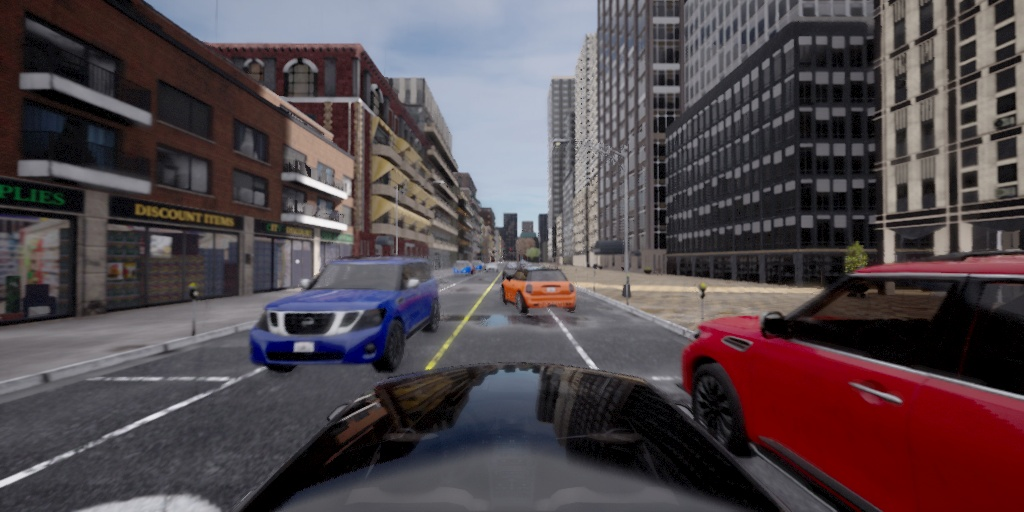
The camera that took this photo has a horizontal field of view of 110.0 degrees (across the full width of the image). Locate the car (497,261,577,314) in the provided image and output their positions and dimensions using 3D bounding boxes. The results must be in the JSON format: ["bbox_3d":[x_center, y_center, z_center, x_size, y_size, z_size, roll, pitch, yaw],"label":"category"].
[{"bbox_3d":[0.922,1.222,14.657,2.097,1.767,4.553,0,-1,-12],"label":"car"}]

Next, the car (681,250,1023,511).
[{"bbox_3d":[3.109,0.980,1.947,2.150,2.045,5.566,0,-1,0],"label":"car"}]

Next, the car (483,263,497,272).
[{"bbox_3d":[-3.123,1.815,56.572,1.812,1.442,4.674,0,-1,0],"label":"car"}]

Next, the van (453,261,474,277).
[{"bbox_3d":[-5.773,1.479,41.685,1.690,1.789,3.998,0,0,0],"label":"van"}]

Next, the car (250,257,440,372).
[{"bbox_3d":[-3.111,1.030,8.120,2.150,2.045,5.566,0,0,0],"label":"car"}]

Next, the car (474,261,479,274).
[{"bbox_3d":[-5.785,1.739,47.207,1.888,1.381,4.507,0,0,0],"label":"car"}]

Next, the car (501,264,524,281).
[{"bbox_3d":[0.024,1.570,35.712,2.128,1.511,4.902,0,0,0],"label":"car"}]

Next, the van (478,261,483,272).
[{"bbox_3d":[-5.808,1.647,58.252,1.690,1.789,3.998,0,0,0],"label":"van"}]
